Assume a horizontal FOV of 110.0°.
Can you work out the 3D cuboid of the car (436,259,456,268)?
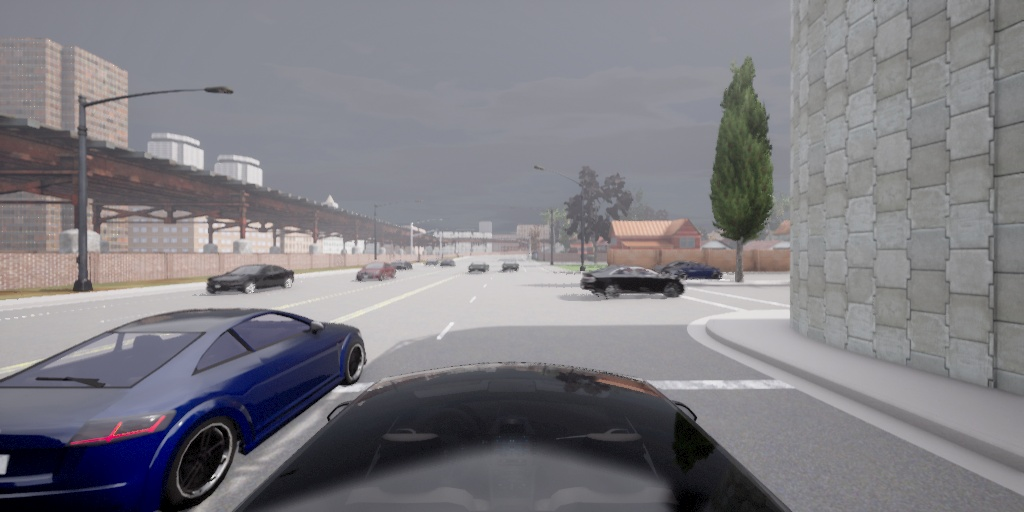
[{"bbox_3d":[-10.527,1.155,58.984,2.033,1.411,5.357,0,0,1],"label":"car"}]

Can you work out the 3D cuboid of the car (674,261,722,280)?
[{"bbox_3d":[14.310,1.248,28.525,4.181,1.385,1.994,0,0,-1],"label":"car"}]

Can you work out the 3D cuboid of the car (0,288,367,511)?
[{"bbox_3d":[-3.410,1.307,4.318,1.994,1.385,4.181,0,0,0],"label":"car"}]

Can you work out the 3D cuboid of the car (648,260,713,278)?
[{"bbox_3d":[14.974,1.181,32.032,4.892,1.490,1.837,1,0,-1],"label":"car"}]

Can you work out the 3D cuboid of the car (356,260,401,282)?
[{"bbox_3d":[-10.582,1.209,28.268,1.812,1.442,4.674,0,0,0],"label":"car"}]

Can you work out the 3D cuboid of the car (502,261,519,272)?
[{"bbox_3d":[-0.142,1.243,44.956,1.895,1.301,4.718,0,0,4],"label":"car"}]

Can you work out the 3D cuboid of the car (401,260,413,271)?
[{"bbox_3d":[-14.085,1.204,45.672,1.994,1.385,4.181,0,0,0],"label":"car"}]

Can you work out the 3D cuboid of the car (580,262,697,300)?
[{"bbox_3d":[5.700,1.203,16.939,4.902,1.511,2.128,0,0,-8],"label":"car"}]

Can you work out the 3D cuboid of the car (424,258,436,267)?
[{"bbox_3d":[-13.987,1.126,63.334,1.812,1.442,4.674,0,0,0],"label":"car"}]

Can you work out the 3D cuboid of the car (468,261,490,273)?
[{"bbox_3d":[-3.662,1.254,40.641,1.895,1.301,4.718,0,0,3],"label":"car"}]

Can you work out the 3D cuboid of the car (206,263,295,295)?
[{"bbox_3d":[-14.097,1.183,19.671,1.882,1.535,5.008,0,0,0],"label":"car"}]
